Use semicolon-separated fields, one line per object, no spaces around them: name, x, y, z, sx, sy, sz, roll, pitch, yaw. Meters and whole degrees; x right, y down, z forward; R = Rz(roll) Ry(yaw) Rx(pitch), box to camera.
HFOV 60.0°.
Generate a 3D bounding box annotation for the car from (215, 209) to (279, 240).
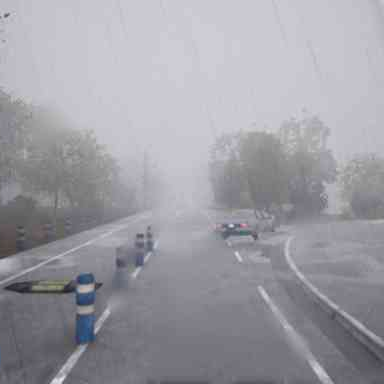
car;2.932;1.560;16.952;2.033;1.411;5.357;-5;-3;28
